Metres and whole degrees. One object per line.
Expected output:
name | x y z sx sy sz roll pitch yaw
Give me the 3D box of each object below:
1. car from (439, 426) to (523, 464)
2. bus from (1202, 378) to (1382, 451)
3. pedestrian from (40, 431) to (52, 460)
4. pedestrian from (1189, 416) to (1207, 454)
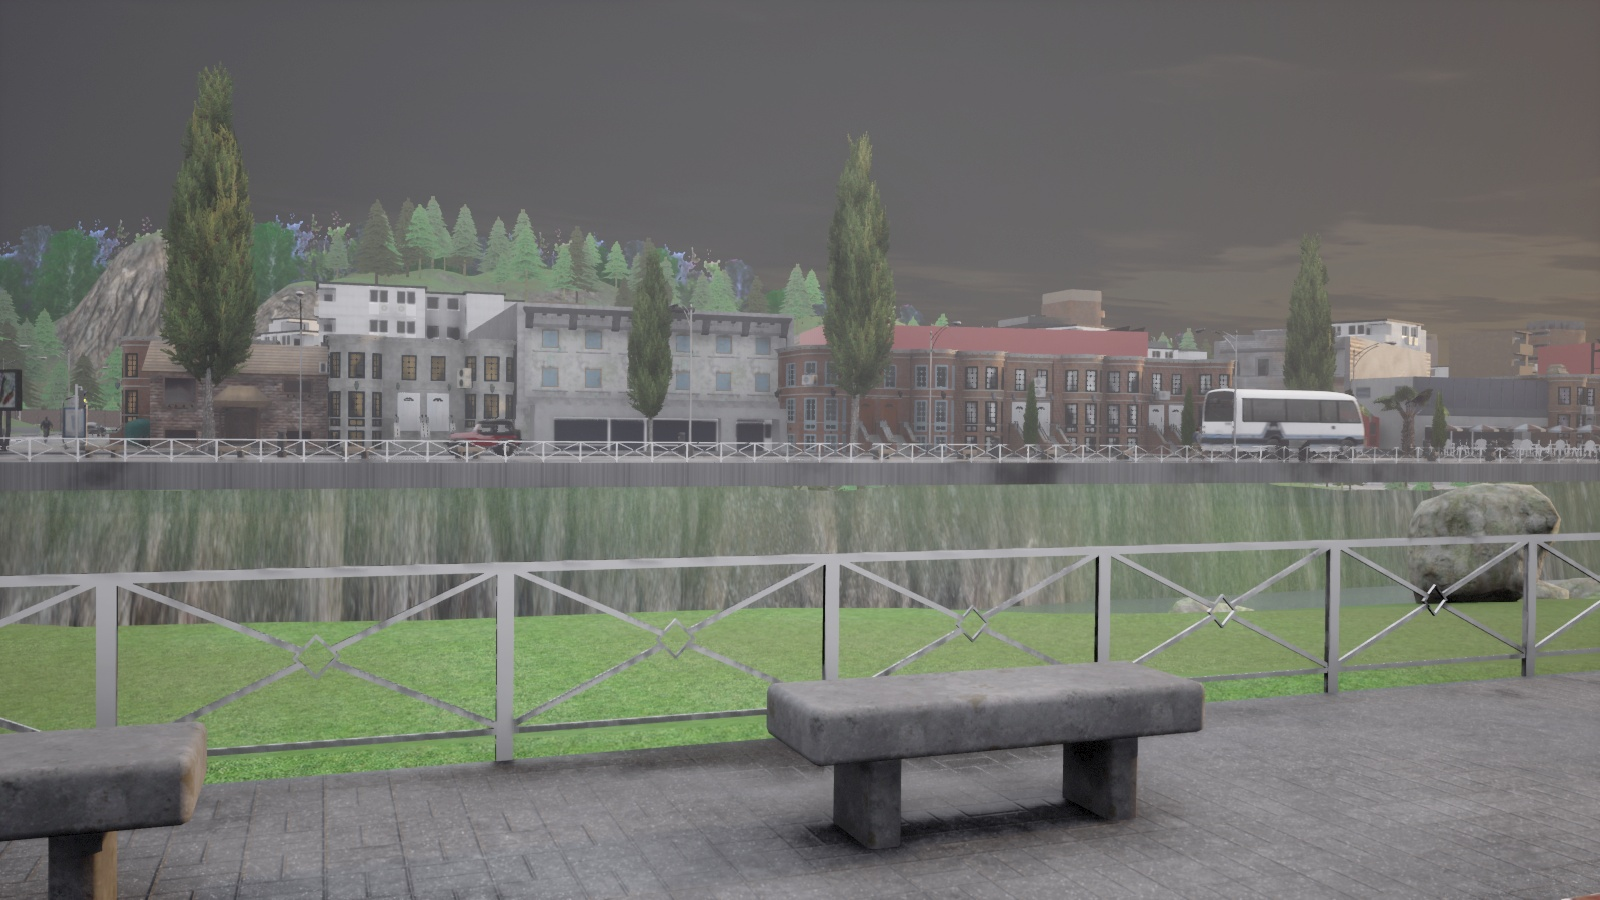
car | -16.155 -0.266 63.580 3.866 1.878 1.905 -1 1 -21
bus | 30.101 -2.155 76.880 10.273 4.253 3.944 -1 1 -21
pedestrian | -50.247 -0.315 83.699 0.563 1.883 0.849 -1 1 -37
pedestrian | 20.336 -0.756 64.190 0.788 1.949 0.423 -1 1 -23
